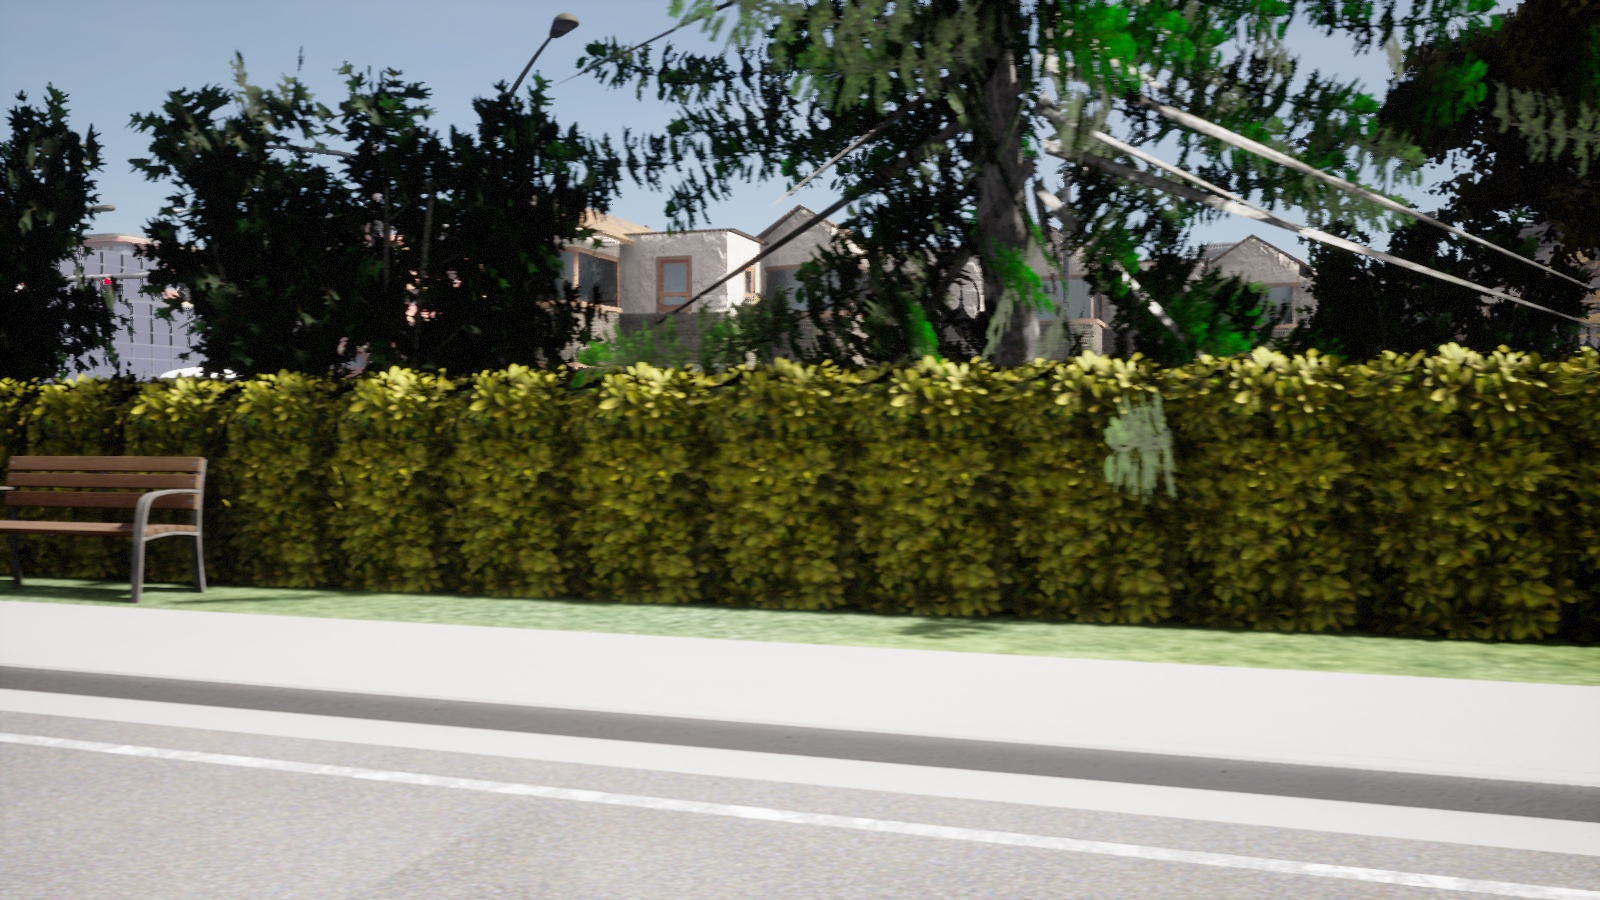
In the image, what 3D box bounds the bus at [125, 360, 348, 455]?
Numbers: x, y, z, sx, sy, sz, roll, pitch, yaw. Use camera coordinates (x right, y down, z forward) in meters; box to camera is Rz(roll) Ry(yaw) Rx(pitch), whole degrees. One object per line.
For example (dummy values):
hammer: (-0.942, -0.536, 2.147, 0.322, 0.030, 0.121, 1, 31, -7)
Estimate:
bus: (-27.194, -2.127, 61.463, 3.944, 4.253, 10.273, 1, 3, 19)
